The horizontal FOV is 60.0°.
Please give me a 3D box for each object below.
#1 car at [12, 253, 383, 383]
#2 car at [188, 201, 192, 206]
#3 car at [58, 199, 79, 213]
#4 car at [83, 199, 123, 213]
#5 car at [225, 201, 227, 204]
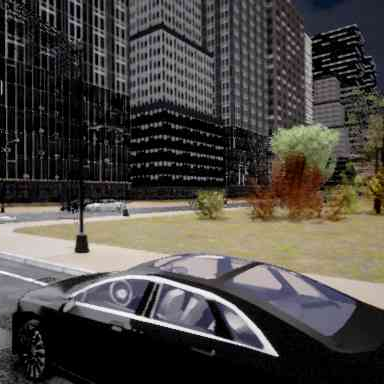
[{"bbox_3d":[-0.174,1.493,3.811,4.902,1.511,2.128,0,0,35],"label":"car"},{"bbox_3d":[1.289,1.745,58.974,1.895,1.301,4.718,-1,-1,37],"label":"car"},{"bbox_3d":[-13.413,1.612,39.629,2.128,1.511,4.902,-1,-1,37],"label":"car"},{"bbox_3d":[-10.141,1.599,38.569,1.812,1.442,4.674,-1,-1,37],"label":"car"},{"bbox_3d":[3.997,1.697,57.165,1.895,1.301,4.718,-1,-1,37],"label":"car"}]
